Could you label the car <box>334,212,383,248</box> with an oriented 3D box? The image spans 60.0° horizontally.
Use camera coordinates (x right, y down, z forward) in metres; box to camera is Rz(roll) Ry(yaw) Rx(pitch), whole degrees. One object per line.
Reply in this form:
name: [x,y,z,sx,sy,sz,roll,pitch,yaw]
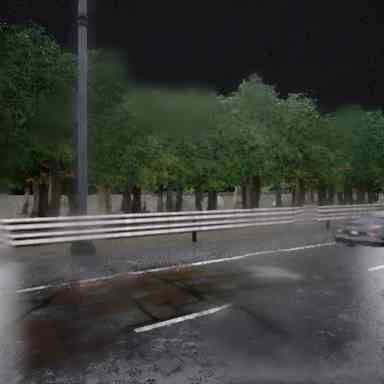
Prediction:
car: [8.098,1.561,13.737,5.357,1.411,2.033,0,0,-34]
